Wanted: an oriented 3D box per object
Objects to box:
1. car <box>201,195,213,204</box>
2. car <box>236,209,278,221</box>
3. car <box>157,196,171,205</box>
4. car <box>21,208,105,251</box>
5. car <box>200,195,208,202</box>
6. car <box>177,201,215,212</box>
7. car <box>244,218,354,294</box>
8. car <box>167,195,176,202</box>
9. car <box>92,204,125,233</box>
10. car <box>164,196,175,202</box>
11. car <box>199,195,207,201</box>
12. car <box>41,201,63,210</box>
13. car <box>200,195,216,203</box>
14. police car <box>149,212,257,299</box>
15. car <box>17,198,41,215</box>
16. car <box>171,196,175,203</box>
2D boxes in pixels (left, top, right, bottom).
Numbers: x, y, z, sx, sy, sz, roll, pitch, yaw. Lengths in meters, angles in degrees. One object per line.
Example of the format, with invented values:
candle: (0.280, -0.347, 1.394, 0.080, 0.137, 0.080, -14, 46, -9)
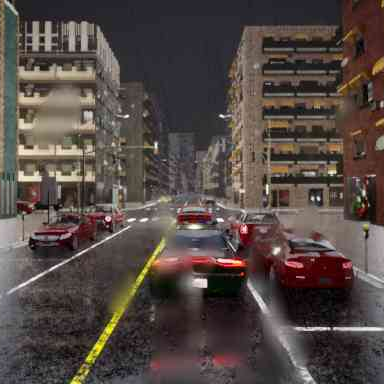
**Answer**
car: (2.814, 1.449, 63.543, 1.967, 1.590, 4.097, 1, 0, 0)
car: (2.628, 1.443, 14.102, 1.967, 1.590, 4.097, 1, 0, 0)
car: (-5.090, 1.534, 57.701, 1.752, 1.417, 4.829, 1, 0, 0)
car: (-5.259, 1.585, 14.110, 1.802, 1.307, 4.206, 1, 0, 0)
car: (2.877, 1.555, 80.556, 1.887, 1.381, 4.507, 1, 0, 0)
car: (0.135, 1.482, 18.999, 1.882, 1.535, 5.008, 0, 0, 0)
car: (2.605, 1.584, 8.553, 1.802, 1.307, 4.206, 1, 0, 0)
car: (-5.004, 1.555, 80.555, 1.887, 1.381, 4.507, 1, 0, 0)
car: (-5.240, 1.444, 19.659, 1.967, 1.590, 4.097, 1, 0, 0)
car: (-5.025, 1.575, 74.884, 1.947, 1.339, 4.313, 1, 0, 0)
car: (2.898, 1.561, 86.226, 2.008, 1.369, 4.403, 1, 0, 0)
car: (-17.478, 1.590, 39.092, 4.313, 1.339, 1.947, 0, -1, 0)
car: (2.770, 1.559, 52.201, 2.008, 1.369, 4.403, 1, 0, 0)
police car: (0.129, 1.506, 8.538, 2.038, 1.542, 4.974, 0, 0, 0)
car: (-17.446, 1.240, 31.216, 5.009, 1.841, 2.192, 0, -1, 0)
car: (-5.047, 1.535, 69.043, 1.752, 1.417, 4.829, 1, 0, 0)
